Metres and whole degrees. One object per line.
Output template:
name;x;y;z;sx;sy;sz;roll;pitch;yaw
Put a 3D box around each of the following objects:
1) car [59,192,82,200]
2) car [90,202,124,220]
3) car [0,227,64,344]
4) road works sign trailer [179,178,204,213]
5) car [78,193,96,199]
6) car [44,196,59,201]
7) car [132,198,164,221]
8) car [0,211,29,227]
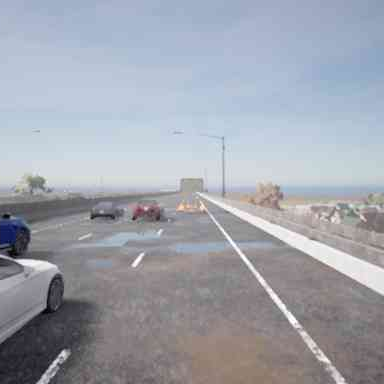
car;-21.016;1.035;59.272;2.150;2.045;5.566;0;0;1
car;-6.899;1.484;27.437;1.994;1.385;4.181;0;0;0
car;-3.398;1.513;4.574;1.812;1.442;4.674;0;0;0
road works sign trailer;0.003;0.363;33.999;2.380;3.560;2.880;0;0;0
car;-17.534;1.383;57.429;1.994;1.385;4.181;0;0;1
car;-24.518;1.377;58.824;1.994;1.385;4.181;0;0;1
car;-3.398;1.274;26.658;2.097;1.767;4.553;0;0;0
car;-6.899;1.195;9.641;2.150;2.045;5.566;0;0;0
